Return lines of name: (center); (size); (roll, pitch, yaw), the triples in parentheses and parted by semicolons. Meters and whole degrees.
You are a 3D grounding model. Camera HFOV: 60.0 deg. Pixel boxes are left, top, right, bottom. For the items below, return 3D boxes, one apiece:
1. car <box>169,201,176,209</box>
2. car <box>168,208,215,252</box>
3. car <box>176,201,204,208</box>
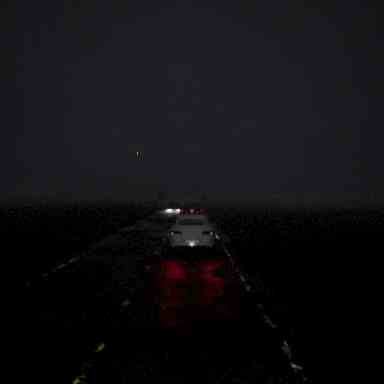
car: (-2.755, 2.093, 54.644); (1.895, 1.301, 4.718); (0, -1, 0)
car: (0.004, 1.661, 14.383); (1.812, 1.442, 4.674); (0, 0, 0)
car: (0.001, 1.618, 29.092); (2.097, 1.767, 4.553); (0, -1, 0)
